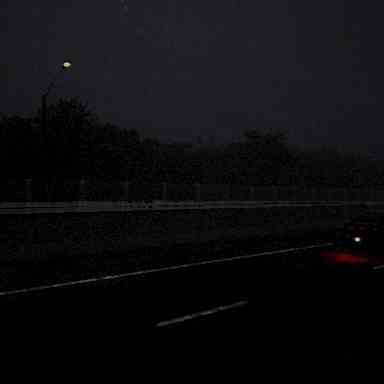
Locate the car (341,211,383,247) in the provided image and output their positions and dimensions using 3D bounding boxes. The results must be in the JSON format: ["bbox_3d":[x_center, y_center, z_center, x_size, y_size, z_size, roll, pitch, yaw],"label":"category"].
[{"bbox_3d":[8.271,1.566,14.068,4.892,1.490,1.837,0,0,-35],"label":"car"}]
